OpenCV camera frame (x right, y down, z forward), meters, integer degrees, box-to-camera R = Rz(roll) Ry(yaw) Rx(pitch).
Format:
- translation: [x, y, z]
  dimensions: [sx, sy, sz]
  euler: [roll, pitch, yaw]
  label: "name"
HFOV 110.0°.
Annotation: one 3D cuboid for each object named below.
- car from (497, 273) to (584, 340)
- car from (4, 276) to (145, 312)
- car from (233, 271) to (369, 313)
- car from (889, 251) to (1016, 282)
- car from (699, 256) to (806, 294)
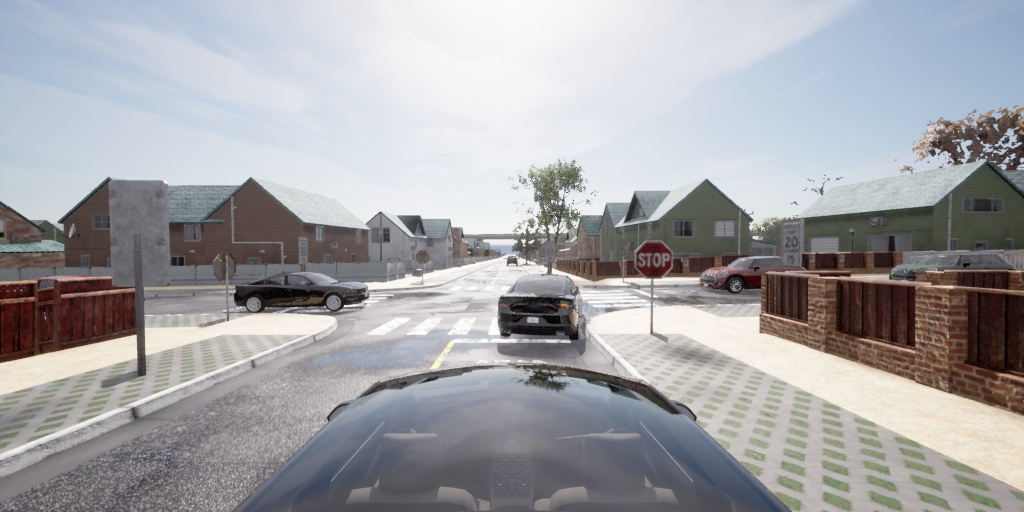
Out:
- translation: [0.962, 1.225, 10.114]
  dimensions: [1.882, 1.535, 5.008]
  euler: [0, 0, 12]
  label: "car"
- translation: [-18.014, 1.547, 14.590]
  dimensions: [5.008, 1.535, 1.882]
  euler: [-1, 2, 0]
  label: "car"
- translation: [-8.461, 1.377, 14.646]
  dimensions: [5.008, 1.535, 1.882]
  euler: [-1, 2, 0]
  label: "car"
- translation: [21.711, 0.646, 17.783]
  dimensions: [4.553, 1.767, 2.097]
  euler: [-1, 2, 0]
  label: "car"
- translation: [11.816, 0.821, 17.717]
  dimensions: [4.553, 1.767, 2.097]
  euler: [-1, 2, 0]
  label: "car"
